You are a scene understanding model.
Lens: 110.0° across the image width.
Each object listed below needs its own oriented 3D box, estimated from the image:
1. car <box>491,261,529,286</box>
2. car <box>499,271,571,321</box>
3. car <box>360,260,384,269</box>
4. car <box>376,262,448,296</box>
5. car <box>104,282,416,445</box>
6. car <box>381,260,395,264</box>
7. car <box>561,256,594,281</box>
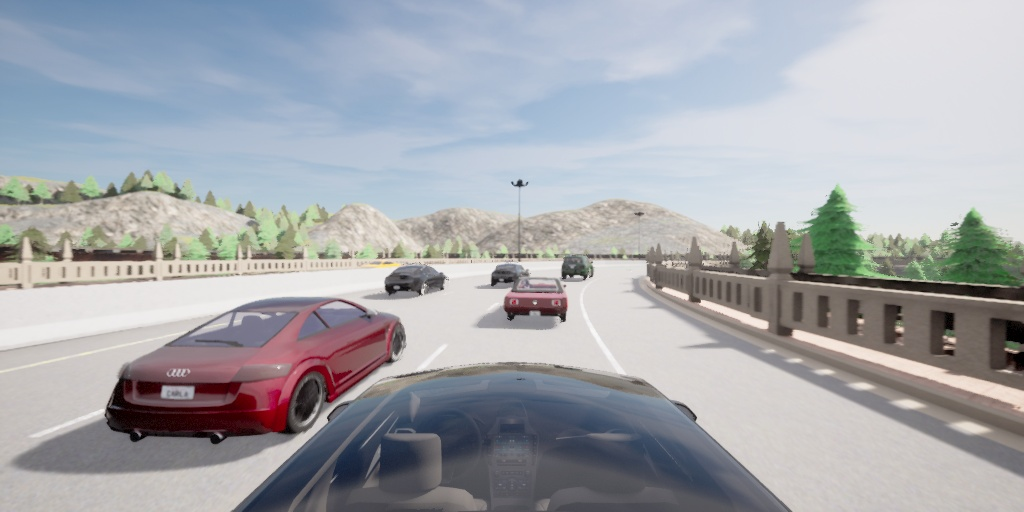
[{"bbox_3d":[-0.031,1.276,24.843,1.837,1.490,4.892,0,0,15],"label":"car"},{"bbox_3d":[0.955,1.365,12.477,1.895,1.301,4.718,0,0,7],"label":"car"},{"bbox_3d":[-14.113,1.195,38.598,1.882,1.535,5.008,0,0,21],"label":"car"},{"bbox_3d":[-4.964,1.248,19.219,1.837,1.490,4.892,0,0,11],"label":"car"},{"bbox_3d":[-3.169,1.303,5.504,1.994,1.385,4.181,0,0,3],"label":"car"},{"bbox_3d":[-10.910,1.332,37.209,1.895,1.301,4.718,0,0,20],"label":"car"},{"bbox_3d":[5.857,1.026,31.705,2.150,2.045,5.566,0,0,21],"label":"car"}]
